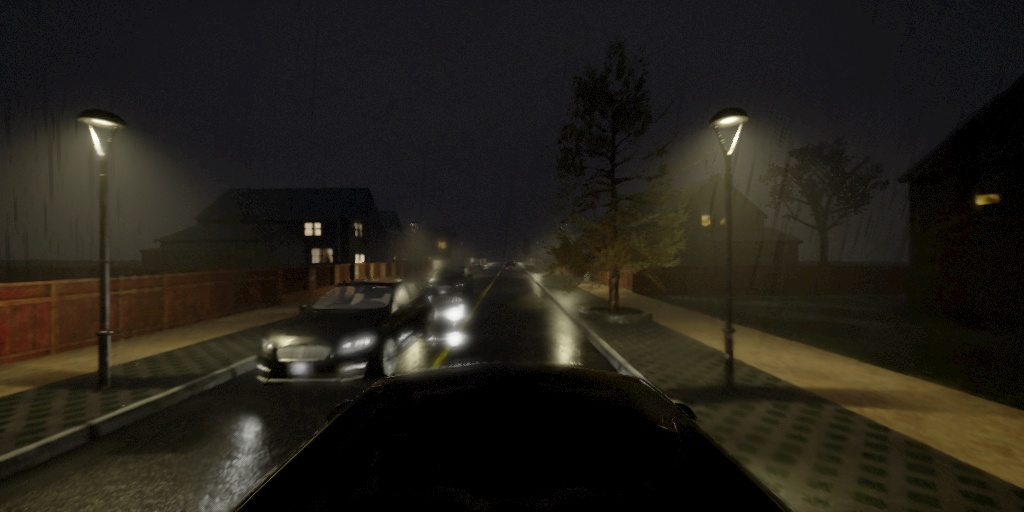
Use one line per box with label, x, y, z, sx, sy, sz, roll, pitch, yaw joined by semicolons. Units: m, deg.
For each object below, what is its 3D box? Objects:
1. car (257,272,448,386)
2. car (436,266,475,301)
car;-2.862;1.251;7.273;2.128;1.511;4.902;0;0;0
car;-2.893;1.252;17.481;2.128;1.511;4.902;0;0;0
